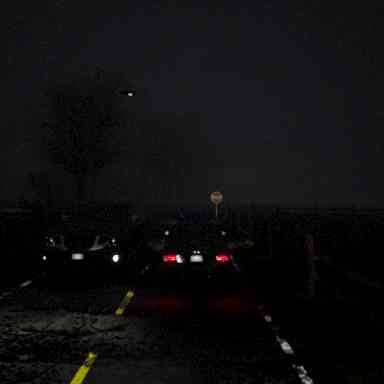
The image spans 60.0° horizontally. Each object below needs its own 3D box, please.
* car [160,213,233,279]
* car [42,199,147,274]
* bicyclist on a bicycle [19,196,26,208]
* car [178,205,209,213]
[{"bbox_3d":[0.104,1.586,10.155,2.033,1.411,5.357,0,0,0],"label":"car"},{"bbox_3d":[-2.842,1.263,11.042,2.150,2.045,5.566,0,0,0],"label":"car"},{"bbox_3d":[-21.995,1.289,43.150,0.582,1.620,1.656,1,0,2],"label":"bicyclist on a bicycle"},{"bbox_3d":[0.097,1.558,21.352,1.882,1.535,5.008,0,0,0],"label":"car"}]
